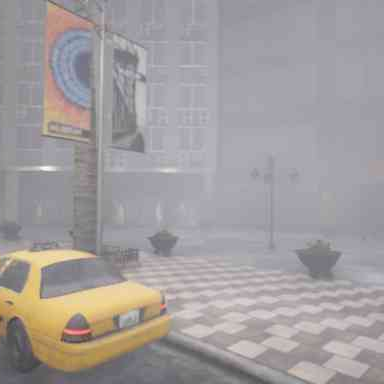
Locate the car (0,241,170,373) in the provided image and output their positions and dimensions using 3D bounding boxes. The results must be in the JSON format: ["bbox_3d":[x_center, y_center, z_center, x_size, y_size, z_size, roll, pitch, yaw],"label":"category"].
[{"bbox_3d":[-2.789,1.667,5.971,5.366,1.575,1.801,-1,-3,40],"label":"car"}]
